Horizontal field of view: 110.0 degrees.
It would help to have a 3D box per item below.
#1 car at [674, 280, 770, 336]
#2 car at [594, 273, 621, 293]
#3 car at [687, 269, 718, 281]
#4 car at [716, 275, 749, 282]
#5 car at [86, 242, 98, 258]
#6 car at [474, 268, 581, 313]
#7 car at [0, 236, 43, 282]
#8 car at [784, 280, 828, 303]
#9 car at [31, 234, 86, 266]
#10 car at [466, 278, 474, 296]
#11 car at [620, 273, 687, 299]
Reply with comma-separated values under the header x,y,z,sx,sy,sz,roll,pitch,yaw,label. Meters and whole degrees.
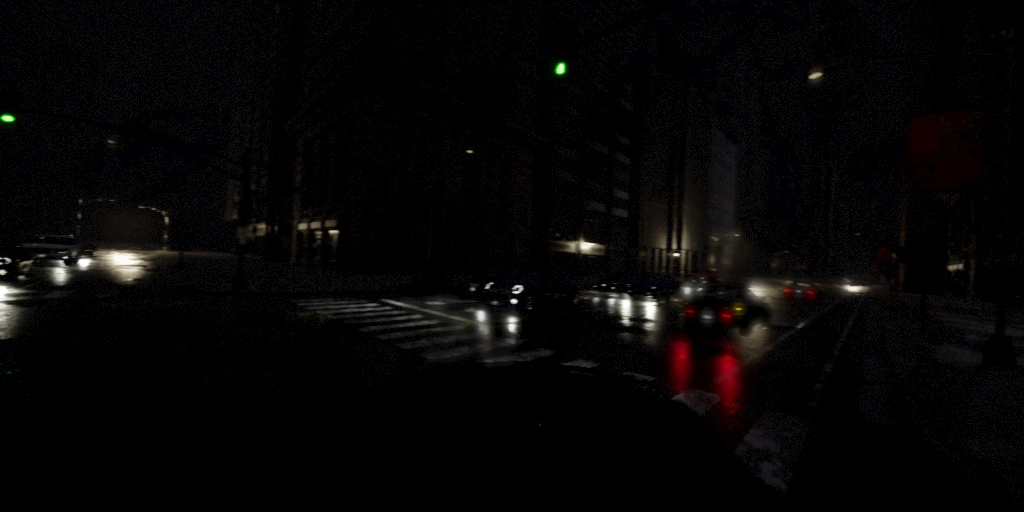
x,y,z,sx,sy,sz,roll,pitch,yaw,label
7.539,1.747,12.472,4.674,1.442,1.812,3,-1,-45,car
7.929,1.966,26.771,4.181,1.385,1.994,3,-1,-45,car
21.392,2.437,40.111,5.566,2.045,2.150,4,-1,-44,car
23.476,2.888,37.620,4.718,1.301,1.895,3,-1,-44,car
-40.689,-0.599,33.847,2.128,1.511,4.902,4,-1,-45,car
0.955,1.284,15.183,2.097,1.767,4.553,2,-1,45,car
-21.782,0.093,14.816,4.553,1.767,2.097,3,-1,45,car
21.435,2.602,26.344,5.357,1.411,2.033,3,-1,-45,car
-31.302,-0.461,24.380,2.150,2.045,5.566,4,-1,-45,car
-0.120,1.411,18.738,4.902,1.511,2.128,3,-1,-45,car
9.463,1.920,23.711,5.008,1.535,1.882,3,-1,-45,car
